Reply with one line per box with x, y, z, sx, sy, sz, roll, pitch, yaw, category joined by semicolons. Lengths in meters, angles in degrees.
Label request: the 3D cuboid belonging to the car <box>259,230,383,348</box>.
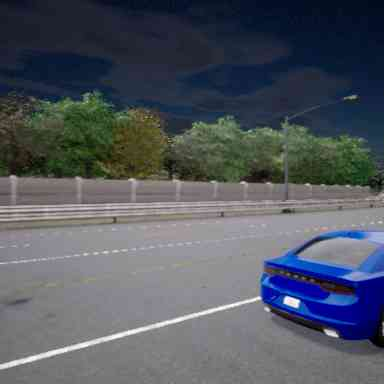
3.485;1.476;6.359;5.008;1.535;1.882;0;0;-36;car
